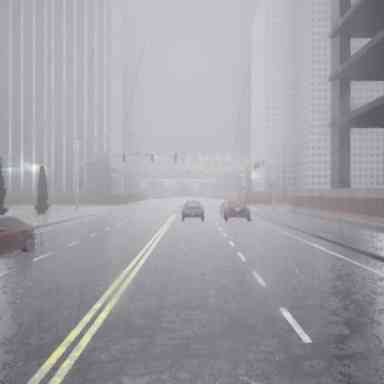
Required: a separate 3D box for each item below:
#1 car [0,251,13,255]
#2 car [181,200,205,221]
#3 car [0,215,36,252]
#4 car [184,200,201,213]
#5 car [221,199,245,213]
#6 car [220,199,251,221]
[{"bbox_3d":[-3.576,1.570,2.670,1.994,1.385,4.181,0,0,0],"label":"car"},{"bbox_3d":[0.080,1.553,28.111,2.128,1.511,4.902,0,0,0],"label":"car"},{"bbox_3d":[-7.011,1.550,11.287,1.812,1.442,4.674,0,0,0],"label":"car"},{"bbox_3d":[0.068,1.649,39.835,1.994,1.385,4.181,0,0,0],"label":"car"},{"bbox_3d":[4.877,1.590,39.202,1.837,1.490,4.892,-1,0,19],"label":"car"},{"bbox_3d":[3.579,1.411,28.093,2.097,1.767,4.553,0,0,0],"label":"car"}]
